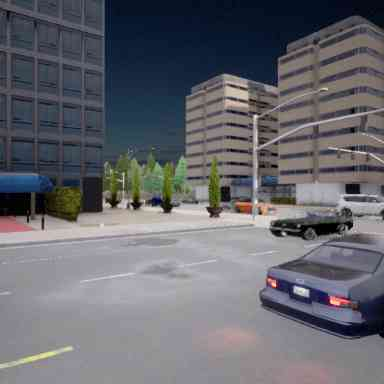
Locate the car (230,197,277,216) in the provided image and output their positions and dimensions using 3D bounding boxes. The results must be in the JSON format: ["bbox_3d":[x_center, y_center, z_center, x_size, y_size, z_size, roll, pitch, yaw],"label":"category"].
[{"bbox_3d":[6.311,1.352,33.183,2.097,1.767,4.553,0,0,-34],"label":"car"}]

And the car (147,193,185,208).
[{"bbox_3d":[-3.791,1.222,47.715,2.150,2.045,5.566,0,0,-35],"label":"car"}]

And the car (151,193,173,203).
[{"bbox_3d":[-6.367,1.223,69.982,2.150,2.045,5.566,0,0,-35],"label":"car"}]

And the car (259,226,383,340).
[{"bbox_3d":[3.702,1.547,6.462,5.357,1.411,2.033,0,0,-35],"label":"car"}]

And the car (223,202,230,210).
[{"bbox_3d":[5.862,1.601,40.031,1.895,1.301,4.718,0,0,-35],"label":"car"}]

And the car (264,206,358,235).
[{"bbox_3d":[6.008,1.601,16.592,4.718,1.301,1.895,0,0,-37],"label":"car"}]

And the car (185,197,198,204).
[{"bbox_3d":[-0.647,1.564,61.855,1.994,1.385,4.181,0,0,-34],"label":"car"}]

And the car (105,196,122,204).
[{"bbox_3d":[-15.229,1.528,64.203,1.837,1.490,4.892,0,0,-35],"label":"car"}]

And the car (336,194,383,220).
[{"bbox_3d":[14.741,1.224,27.365,2.150,2.045,5.566,0,0,-35],"label":"car"}]
